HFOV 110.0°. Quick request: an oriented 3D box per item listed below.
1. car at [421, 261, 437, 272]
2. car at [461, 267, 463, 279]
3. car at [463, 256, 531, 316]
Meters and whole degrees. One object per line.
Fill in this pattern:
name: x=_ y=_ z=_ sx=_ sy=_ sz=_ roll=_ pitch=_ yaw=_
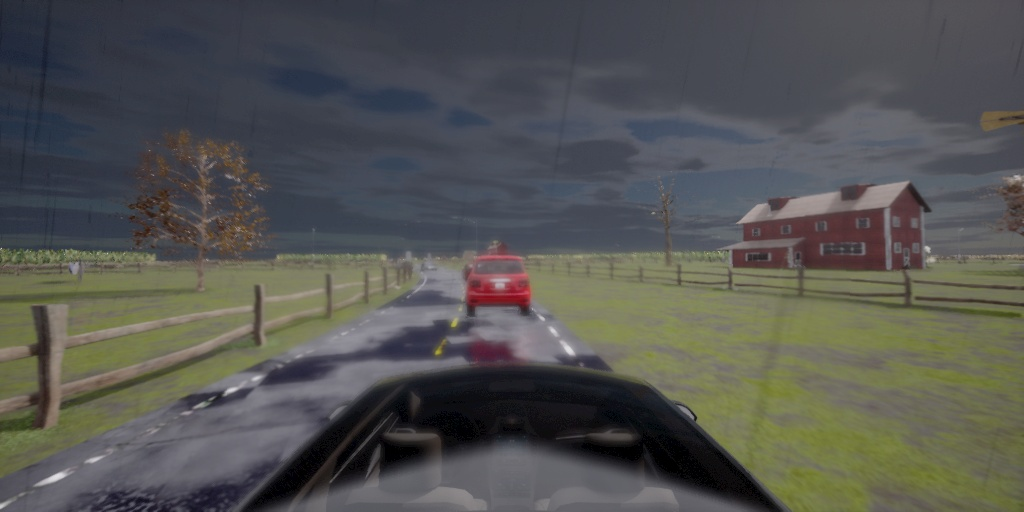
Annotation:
car: x=-11.490 y=1.405 z=49.492 sx=2.128 sy=1.511 sz=4.902 roll=0 pitch=0 yaw=-19
car: x=-3.348 y=1.328 z=31.535 sx=1.882 sy=1.535 sz=5.008 roll=0 pitch=0 yaw=-12
car: x=-0.602 y=1.010 z=13.860 sx=2.150 sy=2.045 sz=5.566 roll=0 pitch=0 yaw=-5
